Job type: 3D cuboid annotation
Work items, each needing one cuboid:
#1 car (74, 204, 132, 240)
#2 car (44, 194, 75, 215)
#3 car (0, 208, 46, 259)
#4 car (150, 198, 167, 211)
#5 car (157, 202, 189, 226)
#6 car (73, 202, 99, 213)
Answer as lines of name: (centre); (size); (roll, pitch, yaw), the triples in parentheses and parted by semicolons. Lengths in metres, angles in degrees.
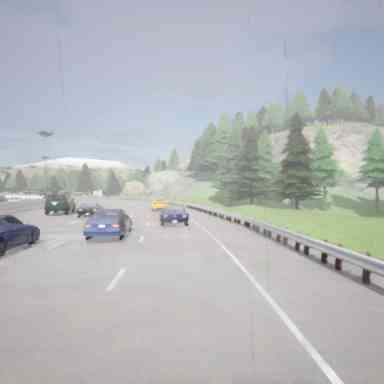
car: (-4.211, 1.554, 17.183); (2.033, 1.411, 5.357); (0, 0, -5)
car: (-13.461, 1.242, 34.154); (2.150, 2.045, 5.566); (0, 0, -10)
car: (-7.386, 1.537, 12.415); (1.812, 1.442, 4.674); (0, 0, -3)
car: (-4.107, 1.485, 41.133); (1.882, 1.535, 5.008); (0, 0, -11)
car: (-1.344, 1.604, 23.531); (1.895, 1.301, 4.718); (0, 0, -6)
car: (-9.420, 1.616, 31.124); (1.895, 1.301, 4.718); (0, 0, -9)
